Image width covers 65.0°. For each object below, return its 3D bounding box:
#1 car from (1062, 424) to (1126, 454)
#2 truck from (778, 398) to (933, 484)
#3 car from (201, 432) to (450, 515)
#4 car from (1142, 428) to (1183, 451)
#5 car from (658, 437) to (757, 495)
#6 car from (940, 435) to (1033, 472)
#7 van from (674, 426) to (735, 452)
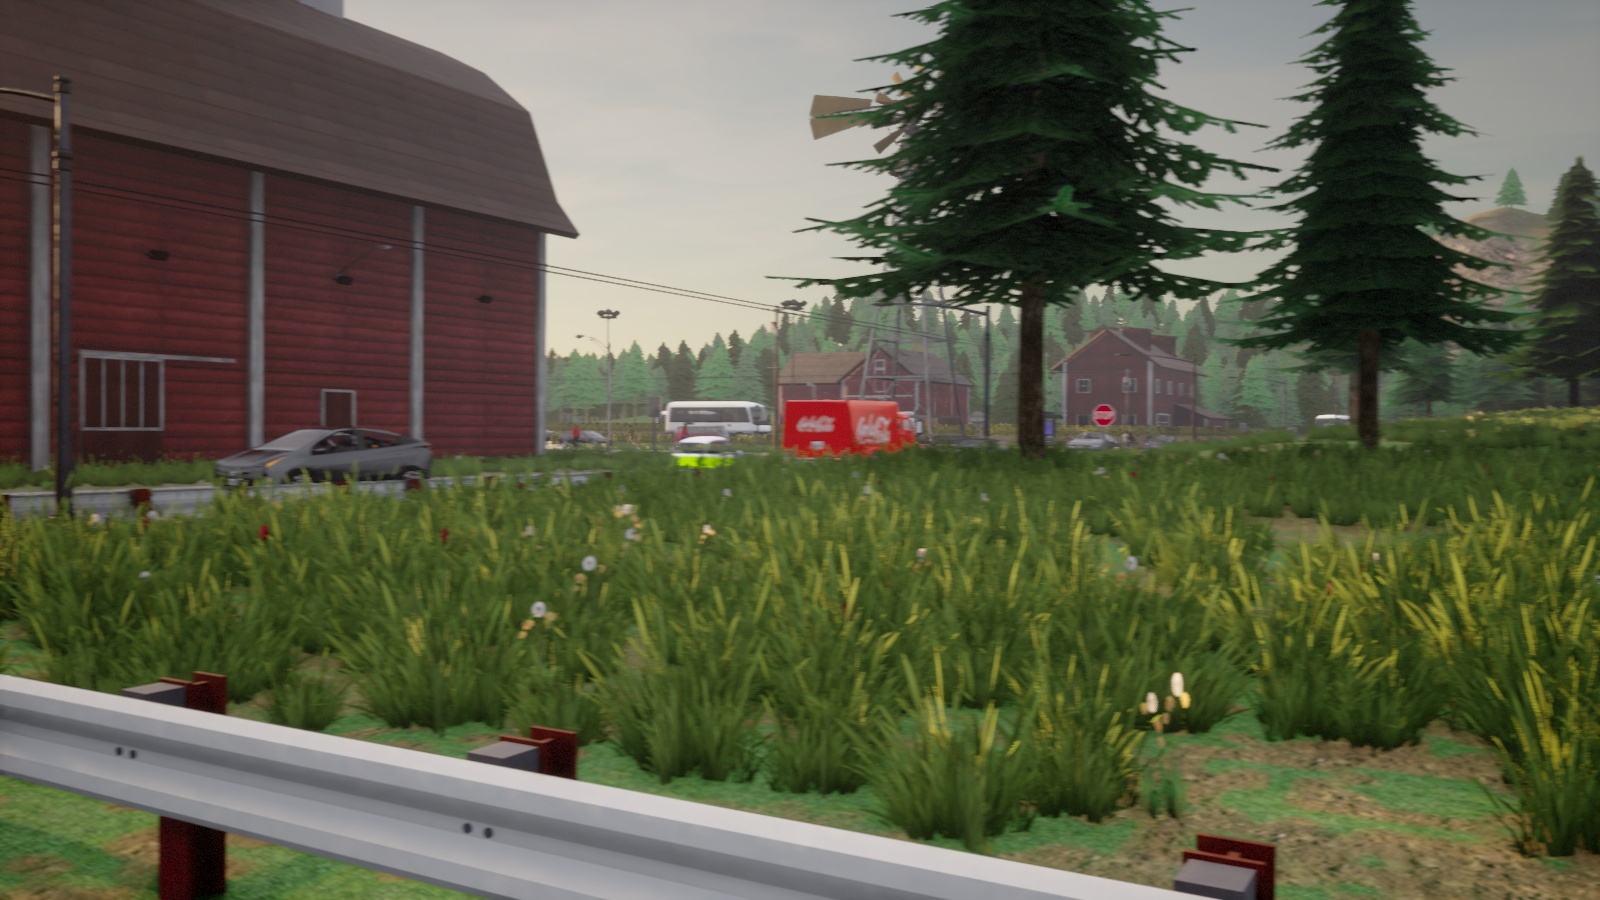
[{"bbox_3d":[16.739,-0.661,71.352,2.152,1.651,5.027,0,1,30],"label":"car"},{"bbox_3d":[1.819,-0.306,38.648,2.627,2.467,5.204,0,1,30],"label":"truck"},{"bbox_3d":[-9.634,0.421,25.875,2.007,1.525,4.514,0,1,30],"label":"car"},{"bbox_3d":[24.428,-0.693,84.617,1.845,1.501,3.633,0,1,29],"label":"car"},{"bbox_3d":[-2.306,0.378,31.533,1.481,1.376,2.207,0,1,30],"label":"car"},{"bbox_3d":[7.159,0.094,47.854,1.895,1.301,4.718,0,1,30],"label":"car"},{"bbox_3d":[-7.390,-0.830,97.174,4.442,1.987,1.775,0,1,30],"label":"van"}]
